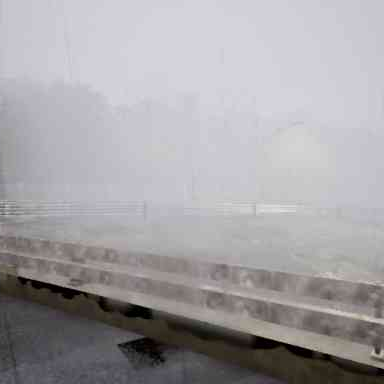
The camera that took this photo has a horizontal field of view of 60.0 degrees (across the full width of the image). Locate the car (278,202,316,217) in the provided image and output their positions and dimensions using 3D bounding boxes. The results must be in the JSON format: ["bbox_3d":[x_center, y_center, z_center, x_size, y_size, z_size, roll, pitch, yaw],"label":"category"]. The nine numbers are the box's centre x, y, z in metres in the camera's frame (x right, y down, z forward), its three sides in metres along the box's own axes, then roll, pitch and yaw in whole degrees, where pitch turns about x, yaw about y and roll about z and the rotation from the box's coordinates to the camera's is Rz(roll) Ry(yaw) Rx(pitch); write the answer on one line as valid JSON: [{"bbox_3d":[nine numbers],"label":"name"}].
[{"bbox_3d":[12.467,1.942,39.514,4.553,1.767,2.097,3,-1,-21],"label":"car"}]
